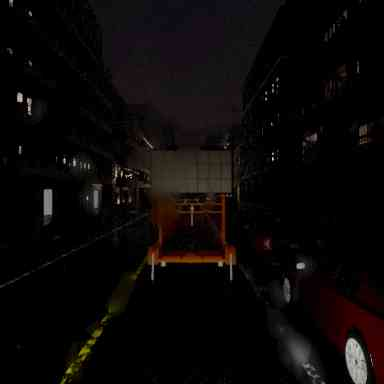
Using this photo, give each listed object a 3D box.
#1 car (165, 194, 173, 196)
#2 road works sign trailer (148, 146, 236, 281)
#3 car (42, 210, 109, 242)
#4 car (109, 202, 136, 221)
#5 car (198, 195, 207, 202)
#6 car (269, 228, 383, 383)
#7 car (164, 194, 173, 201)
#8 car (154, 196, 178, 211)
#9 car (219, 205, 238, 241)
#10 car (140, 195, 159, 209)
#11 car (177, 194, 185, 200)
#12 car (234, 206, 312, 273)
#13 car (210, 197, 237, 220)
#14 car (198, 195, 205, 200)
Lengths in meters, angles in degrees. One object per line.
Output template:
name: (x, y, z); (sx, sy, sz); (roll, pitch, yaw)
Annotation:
car: (-5.799, 1.292, 78.305); (2.192, 1.841, 5.009); (0, 0, 0)
road works sign trailer: (0.001, 0.464, 9.822); (2.380, 3.560, 2.880); (0, 0, 0)
car: (-5.712, 1.565, 16.304); (1.947, 1.339, 4.313); (0, 0, 0)
car: (-5.728, 1.523, 27.407); (1.752, 1.417, 4.829); (0, 0, 0)
car: (2.580, 1.503, 78.483); (1.752, 1.417, 4.829); (0, 0, 0)
car: (2.685, 1.545, 5.040); (1.887, 1.381, 4.507); (0, 0, 0)
car: (-5.808, 1.414, 83.941); (1.967, 1.590, 4.097); (0, 0, 0)
car: (-3.156, 1.557, 40.491); (1.994, 1.385, 4.181); (0, 0, 0)
car: (2.669, 1.550, 16.313); (2.008, 1.369, 4.403); (0, 0, 0)
car: (-5.752, 1.432, 44.487); (1.967, 1.590, 4.097); (0, 0, 0)
car: (-3.128, 1.174, 89.772); (2.150, 2.045, 5.566); (0, 0, 0)
car: (2.677, 1.440, 10.677); (1.967, 1.590, 4.097); (0, 0, 0)
car: (2.654, 1.312, 27.586); (2.192, 1.841, 5.009); (0, 0, 0)
car: (2.564, 1.516, 89.586); (1.887, 1.381, 4.507); (0, 0, 0)
